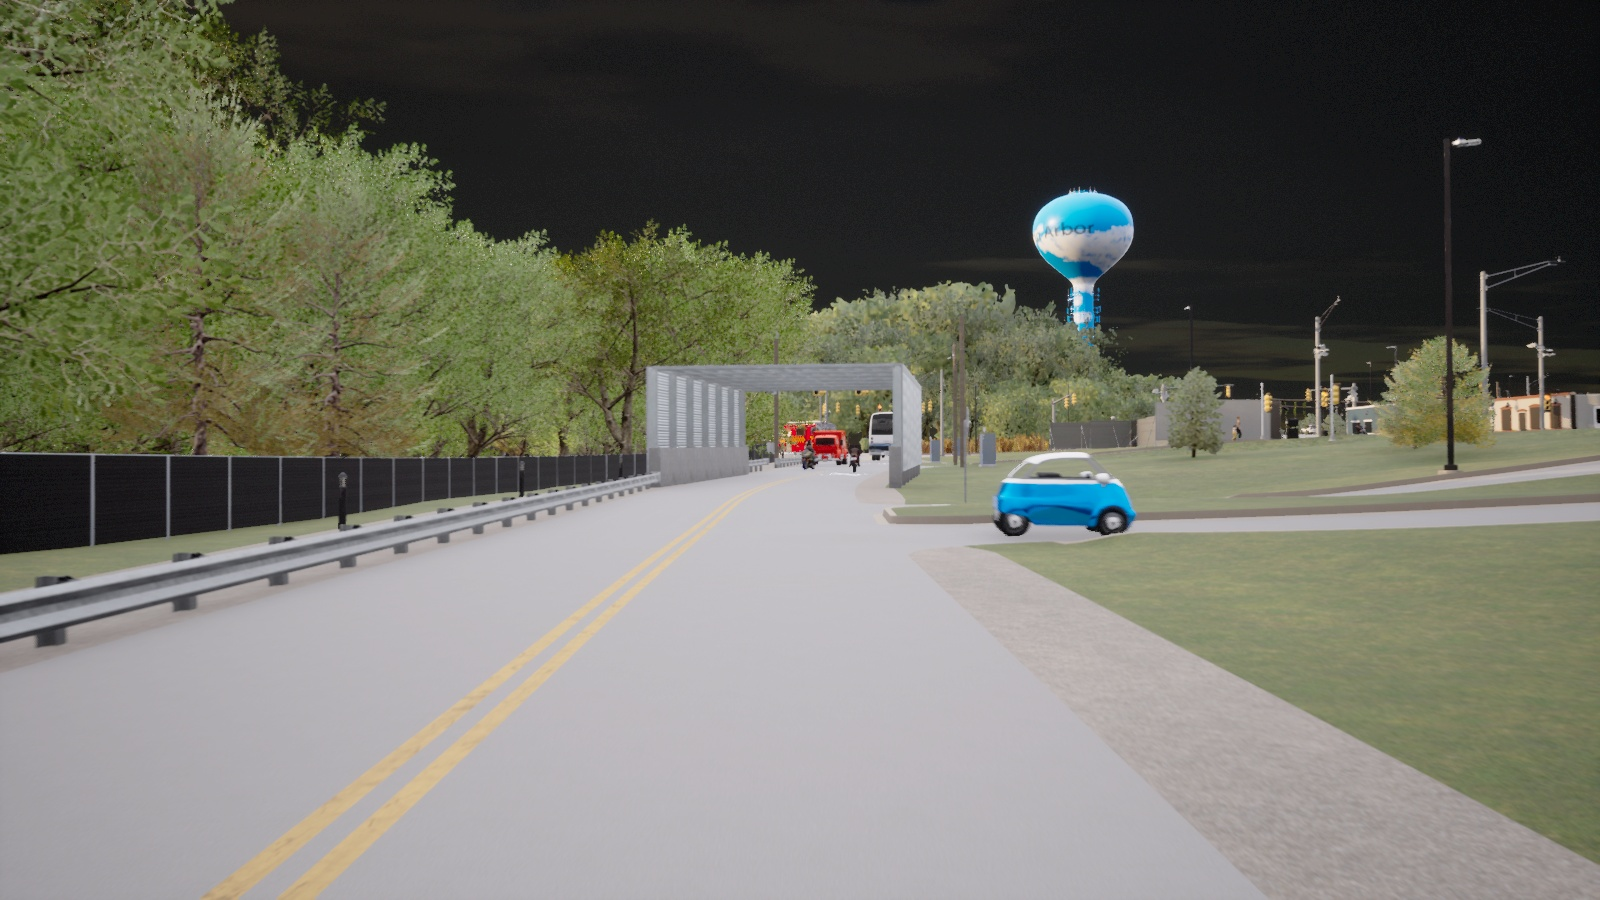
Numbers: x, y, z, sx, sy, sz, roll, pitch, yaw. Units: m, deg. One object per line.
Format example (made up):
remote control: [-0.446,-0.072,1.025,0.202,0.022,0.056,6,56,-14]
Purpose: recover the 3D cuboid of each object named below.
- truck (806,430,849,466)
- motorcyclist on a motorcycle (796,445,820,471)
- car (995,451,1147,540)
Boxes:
truck: [2.059,-0.150,91.338,2.627,2.467,5.204,0,2,7]
motorcyclist on a motorcycle: [0.488,0.494,75.488,0.866,1.530,2.191,0,0,17]
car: [4.404,0.717,20.627,2.207,1.376,1.481,-1,0,2]
